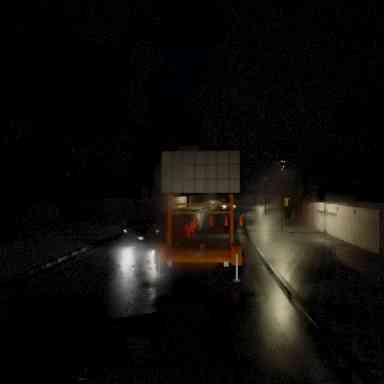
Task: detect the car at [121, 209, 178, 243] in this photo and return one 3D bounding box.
[{"bbox_3d":[-1.895,1.567,16.634,2.033,1.411,5.357,0,0,6],"label":"car"}]

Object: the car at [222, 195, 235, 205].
[{"bbox_3d":[6.678,1.481,59.872,2.097,1.767,4.553,0,0,10],"label":"car"}]

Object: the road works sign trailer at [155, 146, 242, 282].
[{"bbox_3d":[0.266,0.471,9.872,2.380,3.560,2.880,0,0,5],"label":"road works sign trailer"}]

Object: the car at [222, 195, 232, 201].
[{"bbox_3d":[9.339,1.590,88.766,2.097,1.767,4.553,0,0,0],"label":"car"}]
